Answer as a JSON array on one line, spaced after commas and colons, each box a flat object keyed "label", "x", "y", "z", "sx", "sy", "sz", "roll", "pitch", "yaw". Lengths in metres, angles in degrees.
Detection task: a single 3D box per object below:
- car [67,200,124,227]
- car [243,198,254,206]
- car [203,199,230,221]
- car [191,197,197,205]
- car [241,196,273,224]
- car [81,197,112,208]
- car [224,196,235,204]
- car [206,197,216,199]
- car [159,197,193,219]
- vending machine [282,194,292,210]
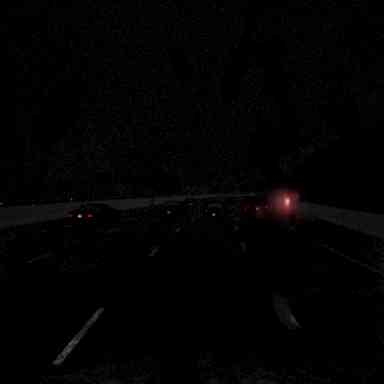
[{"label": "car", "x": -6.210, "y": 1.468, "z": 21.993, "sx": 2.033, "sy": 1.411, "sz": 5.357, "roll": 1, "pitch": 0, "yaw": 8}, {"label": "car", "x": 10.410, "y": 1.757, "z": 61.423, "sx": 1.895, "sy": 1.301, "sz": 4.718, "roll": 1, "pitch": 0, "yaw": 8}, {"label": "car", "x": 1.985, "y": 1.559, "z": 27.745, "sx": 1.812, "sy": 1.442, "sz": 4.674, "roll": 1, "pitch": 0, "yaw": 8}, {"label": "car", "x": -0.287, "y": 1.575, "z": 61.229, "sx": 1.994, "sy": 1.385, "sz": 4.181, "roll": 1, "pitch": 0, "yaw": 8}, {"label": "car", "x": 5.036, "y": 1.297, "z": 25.870, "sx": 2.150, "sy": 2.045, "sz": 5.566, "roll": 0, "pitch": 0, "yaw": 9}, {"label": "car", "x": -13.162, "y": 1.380, "z": 46.340, "sx": 2.033, "sy": 1.411, "sz": 5.357, "roll": 1, "pitch": 0, "yaw": 9}, {"label": "car", "x": 7.319, "y": 1.607, "z": 65.067, "sx": 2.128, "sy": 1.511, "sz": 4.902, "roll": 1, "pitch": 0, "yaw": 8}, {"label": "car", "x": 3.516, "y": 1.627, "z": 63.137, "sx": 1.994, "sy": 1.385, "sz": 4.181, "roll": 1, "pitch": 0, "yaw": 8}, {"label": "car", "x": -1.488, "y": 1.464, "z": 29.019, "sx": 1.882, "sy": 1.535, "sz": 5.008, "roll": 0, "pitch": 0, "yaw": 9}, {"label": "vending machine", "x": 13.071, "y": 1.384, "z": 45.831, "sx": 1.100, "sy": 2.100, "sz": 0.880, "roll": 1, "pitch": 0, "yaw": 8}]
